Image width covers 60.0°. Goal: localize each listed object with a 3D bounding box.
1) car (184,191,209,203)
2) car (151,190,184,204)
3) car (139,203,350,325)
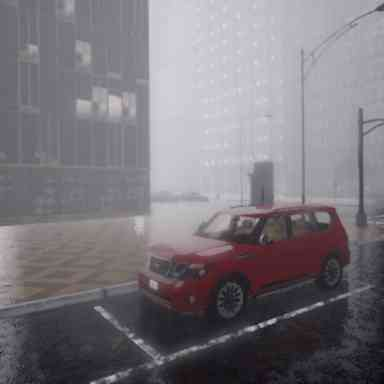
[{"bbox_3d":[0.164,0.677,41.850,1.882,1.535,5.008,-1,1,-37],"label":"car"},{"bbox_3d":[-3.442,0.578,41.258,2.097,1.767,4.553,-1,1,-36],"label":"car"},{"bbox_3d":[1.388,1.232,7.168,5.009,1.841,2.192,-1,1,-35],"label":"car"}]
